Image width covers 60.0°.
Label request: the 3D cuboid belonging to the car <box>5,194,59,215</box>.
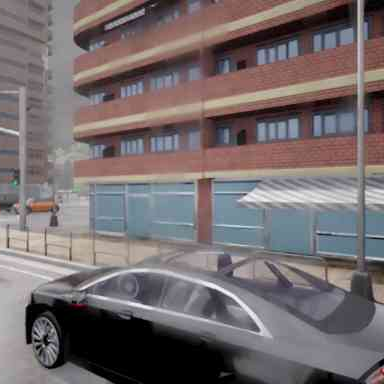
[{"bbox_3d":[-16.226,1.374,34.442,2.097,1.767,4.553,0,0,36],"label":"car"}]

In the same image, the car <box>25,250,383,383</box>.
[{"bbox_3d":[-0.140,1.493,4.088,4.902,1.511,2.128,0,0,35],"label":"car"}]

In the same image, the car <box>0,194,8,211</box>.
[{"bbox_3d":[-20.152,1.246,34.999,2.150,2.045,5.566,0,0,35],"label":"car"}]
